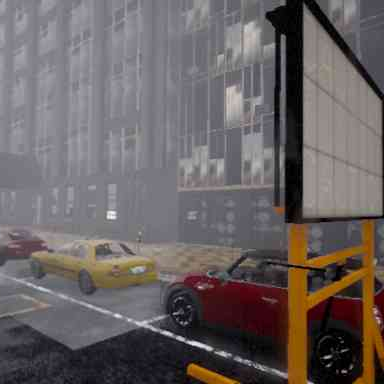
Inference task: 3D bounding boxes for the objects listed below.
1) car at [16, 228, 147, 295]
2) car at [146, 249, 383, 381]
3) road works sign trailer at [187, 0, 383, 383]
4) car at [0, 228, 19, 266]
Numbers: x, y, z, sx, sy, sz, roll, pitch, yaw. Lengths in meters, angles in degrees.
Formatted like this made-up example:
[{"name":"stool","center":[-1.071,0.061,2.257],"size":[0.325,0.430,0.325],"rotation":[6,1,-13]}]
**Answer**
[{"name":"car","center":[-3.112,1.939,9.772],"size":[4.829,1.417,1.752],"rotation":[-1,-4,40]},{"name":"car","center":[1.361,1.764,6.050],"size":[4.097,1.590,1.967],"rotation":[-1,-4,40]},{"name":"road works sign trailer","center":[1.100,0.631,2.814],"size":[2.880,3.560,2.380],"rotation":[-1,-3,40]},{"name":"car","center":[-7.324,2.080,13.278],"size":[4.206,1.307,1.802],"rotation":[-1,-4,40]}]
